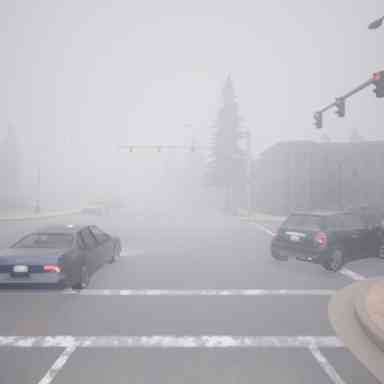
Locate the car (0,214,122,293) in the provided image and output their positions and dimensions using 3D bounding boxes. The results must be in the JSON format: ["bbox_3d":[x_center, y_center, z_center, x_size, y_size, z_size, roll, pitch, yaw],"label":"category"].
[{"bbox_3d":[-3.360,1.581,9.100,2.033,1.411,5.357,0,0,1],"label":"car"}]

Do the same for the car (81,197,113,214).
[{"bbox_3d":[-10.253,1.605,35.467,1.882,1.535,5.008,0,0,-1],"label":"car"}]

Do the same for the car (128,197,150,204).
[{"bbox_3d":[-11.115,1.841,68.965,1.895,1.301,4.718,0,0,-35],"label":"car"}]

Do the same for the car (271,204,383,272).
[{"bbox_3d":[4.795,1.392,11.144,4.553,1.767,2.097,0,0,-36],"label":"car"}]

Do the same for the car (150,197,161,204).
[{"bbox_3d":[-8.411,1.753,71.214,1.837,1.490,4.892,0,0,-35],"label":"car"}]

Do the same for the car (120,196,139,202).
[{"bbox_3d":[-14.854,1.727,78.971,4.718,1.301,1.895,0,0,43],"label":"car"}]

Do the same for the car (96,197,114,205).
[{"bbox_3d":[-17.267,1.736,65.585,1.837,1.490,4.892,0,0,-35],"label":"car"}]

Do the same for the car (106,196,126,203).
[{"bbox_3d":[-17.628,1.691,76.784,4.902,1.511,2.128,0,0,43],"label":"car"}]

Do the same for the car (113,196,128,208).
[{"bbox_3d":[-11.226,1.531,50.426,2.097,1.767,4.553,0,0,-12],"label":"car"}]
